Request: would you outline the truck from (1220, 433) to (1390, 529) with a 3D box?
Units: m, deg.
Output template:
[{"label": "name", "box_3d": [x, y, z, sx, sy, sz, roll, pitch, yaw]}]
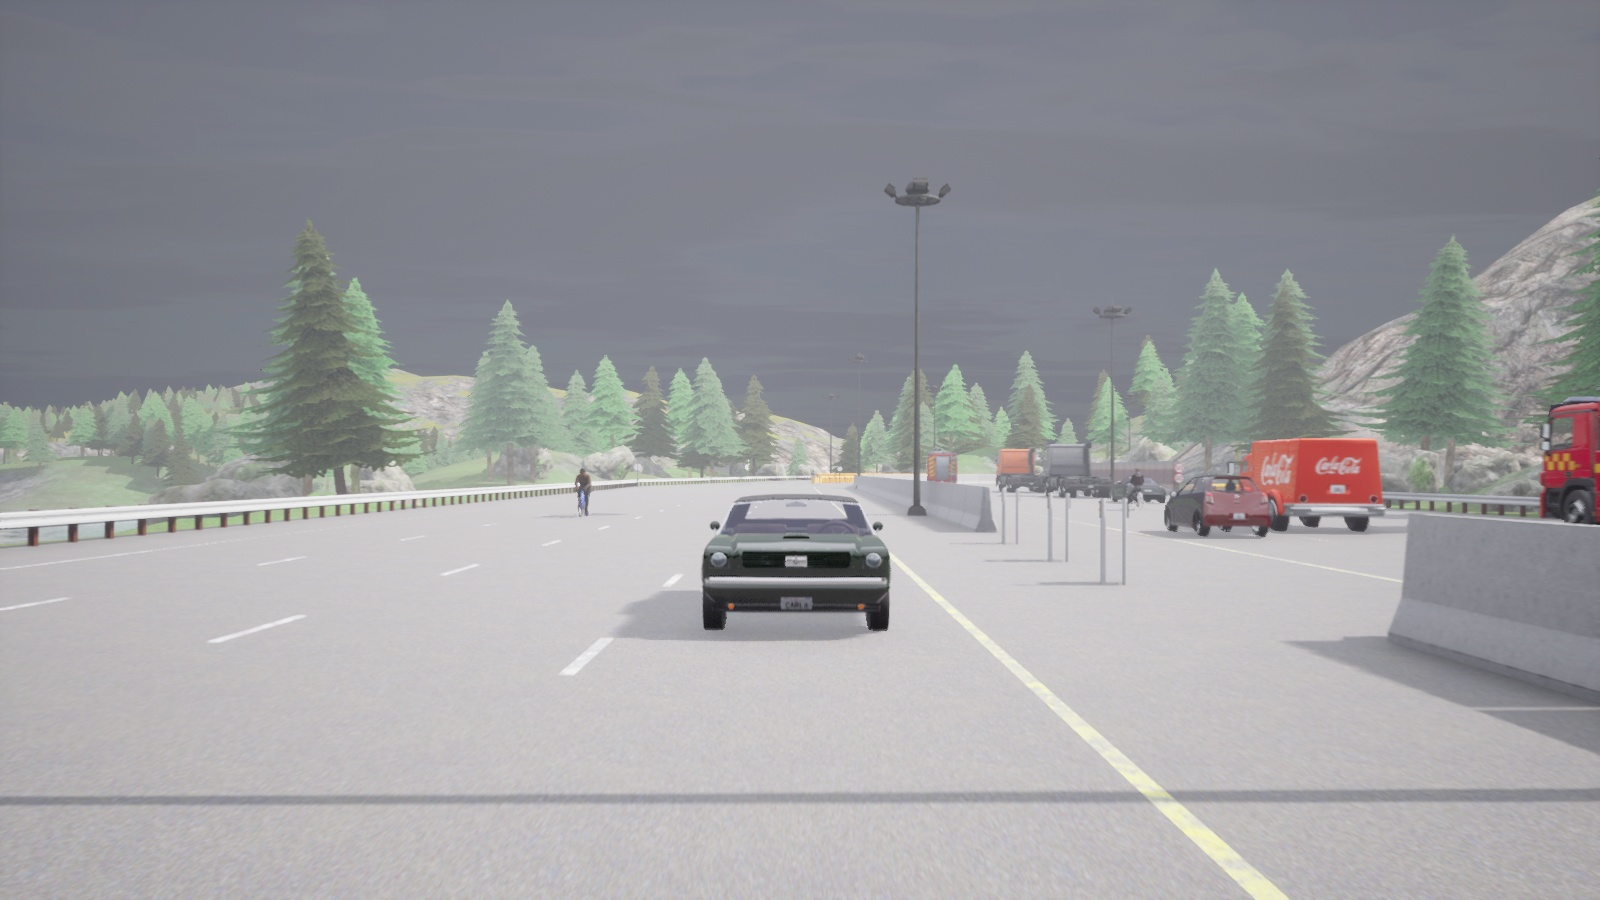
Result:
[{"label": "truck", "box_3d": [13.916, 0.853, 35.053, 2.627, 2.467, 5.204, 0, -1, 0]}]

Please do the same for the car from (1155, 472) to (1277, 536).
[{"label": "car", "box_3d": [10.426, 1.318, 31.729, 1.845, 1.501, 3.633, 0, -1, 0]}]

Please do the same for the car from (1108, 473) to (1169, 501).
[{"label": "car", "box_3d": [17.341, 1.890, 64.550, 1.994, 1.385, 4.181, 0, -1, 0]}]

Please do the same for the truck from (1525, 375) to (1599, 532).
[{"label": "truck", "box_3d": [20.926, 0.058, 29.434, 2.891, 3.827, 8.468, 0, -1, 0]}]

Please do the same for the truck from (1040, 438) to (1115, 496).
[{"label": "truck", "box_3d": [17.266, 1.080, 78.623, 2.891, 3.462, 7.936, 0, -1, 0]}]

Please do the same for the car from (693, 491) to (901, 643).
[{"label": "car", "box_3d": [-0.032, 1.147, 13.822, 1.895, 1.301, 4.718, 0, -1, 0]}]
